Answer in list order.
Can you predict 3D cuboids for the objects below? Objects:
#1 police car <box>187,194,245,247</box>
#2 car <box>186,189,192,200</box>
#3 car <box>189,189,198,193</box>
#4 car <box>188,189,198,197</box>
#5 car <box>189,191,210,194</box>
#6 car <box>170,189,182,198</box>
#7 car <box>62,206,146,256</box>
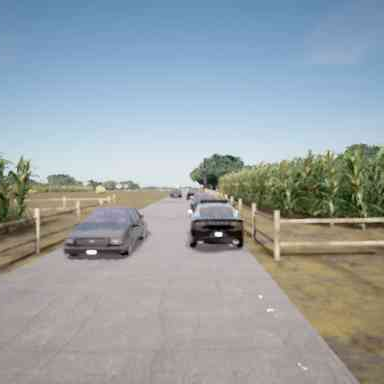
[{"bbox_3d":[0.862,1.093,13.307,1.930,1.638,5.238,0,1,0],"label":"police car"},{"bbox_3d":[0.145,0.347,49.410,1.882,1.535,5.008,0,1,0],"label":"car"},{"bbox_3d":[0.907,0.777,29.197,1.882,1.535,5.008,0,1,0],"label":"car"},{"bbox_3d":[0.178,0.189,63.636,1.895,1.301,4.718,0,1,0],"label":"car"},{"bbox_3d":[0.890,0.941,23.199,1.837,1.490,4.892,0,1,0],"label":"car"},{"bbox_3d":[-2.650,0.222,55.603,1.882,1.535,5.008,0,1,1],"label":"car"},{"bbox_3d":[-2.816,1.245,12.008,2.033,1.411,5.357,0,1,0],"label":"car"}]
